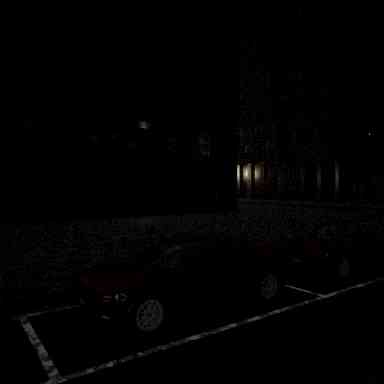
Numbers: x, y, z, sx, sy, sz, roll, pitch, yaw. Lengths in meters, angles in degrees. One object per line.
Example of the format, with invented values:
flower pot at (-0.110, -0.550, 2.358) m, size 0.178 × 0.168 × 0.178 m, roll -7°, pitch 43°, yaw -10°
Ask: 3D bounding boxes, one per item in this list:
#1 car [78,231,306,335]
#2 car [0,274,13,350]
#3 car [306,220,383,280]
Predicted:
car at (0.046, 1.545, 6.704) m, size 4.507 × 1.381 × 1.887 m, roll 0°, pitch 0°, yaw -36°
car at (-4.447, 1.544, 3.488) m, size 4.507 × 1.381 × 1.887 m, roll 0°, pitch 0°, yaw -36°
car at (4.539, 1.546, 9.920) m, size 4.507 × 1.381 × 1.887 m, roll 0°, pitch 0°, yaw -36°
